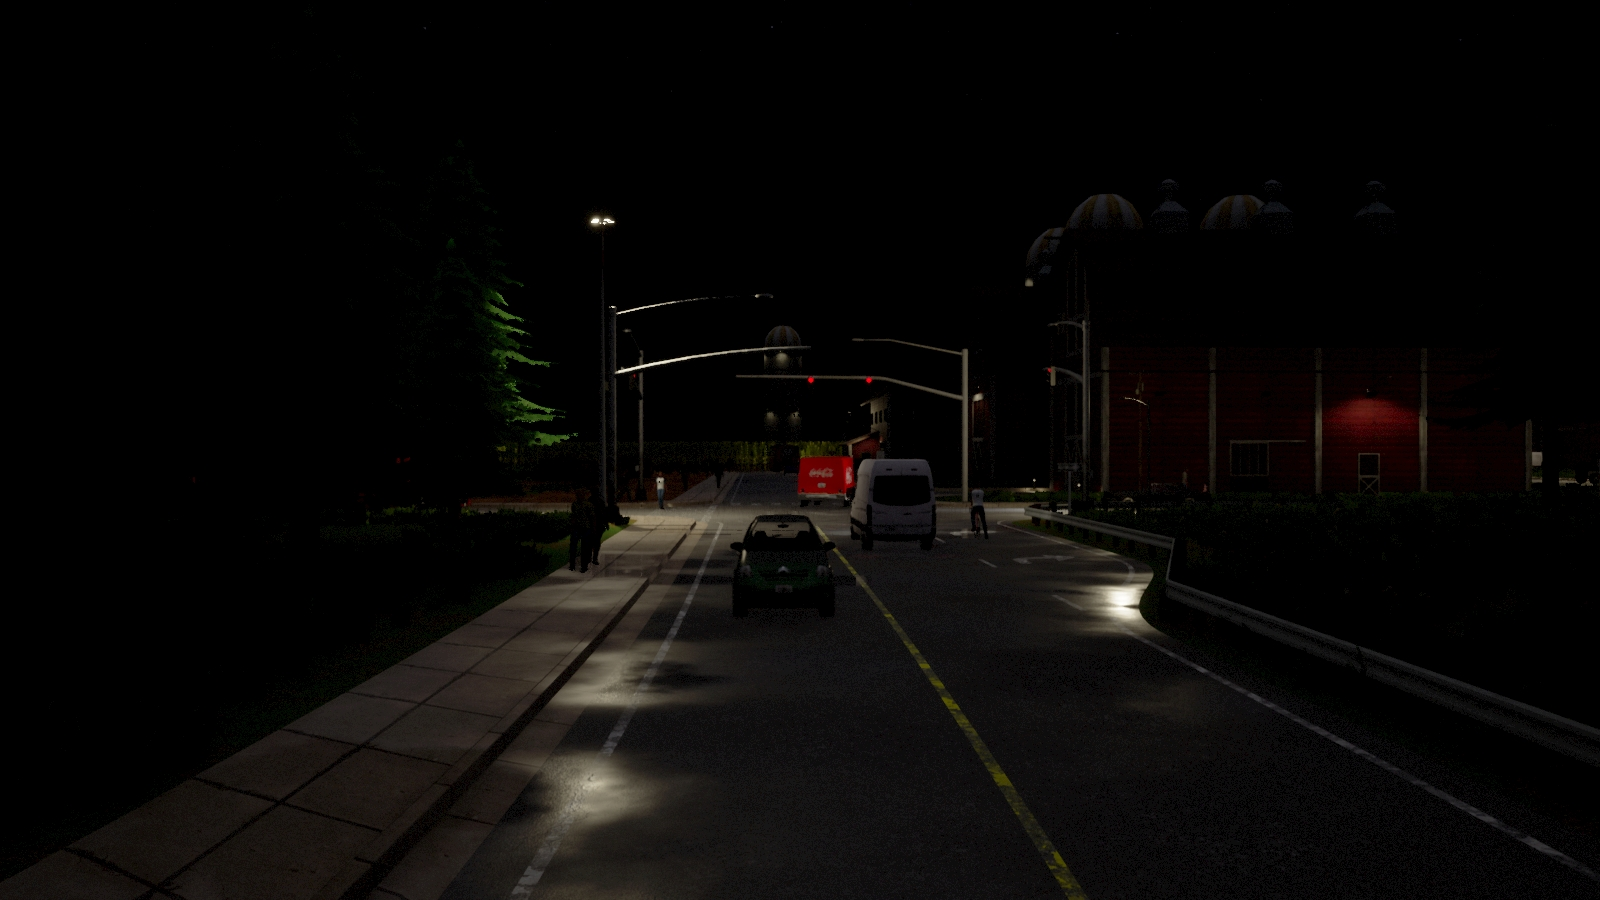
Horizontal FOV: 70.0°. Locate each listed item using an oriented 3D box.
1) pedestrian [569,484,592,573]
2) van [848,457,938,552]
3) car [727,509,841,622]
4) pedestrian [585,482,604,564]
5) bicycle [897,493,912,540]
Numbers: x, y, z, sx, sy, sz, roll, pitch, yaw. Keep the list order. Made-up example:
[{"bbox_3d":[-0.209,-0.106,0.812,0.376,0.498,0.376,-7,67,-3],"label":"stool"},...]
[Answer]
[{"bbox_3d":[-4.697,1.670,24.436,0.375,1.860,0.375,0,0,10],"label":"pedestrian"},{"bbox_3d":[2.659,1.508,34.092,1.988,2.561,5.915,0,0,-2],"label":"van"},{"bbox_3d":[-0.315,1.973,20.478,1.851,1.617,3.988,0,0,-2],"label":"car"},{"bbox_3d":[-4.736,1.670,26.322,0.375,1.860,0.375,0,0,-22],"label":"pedestrian"},{"bbox_3d":[3.290,2.080,36.037,0.373,1.396,1.643,0,0,3],"label":"bicycle"}]
